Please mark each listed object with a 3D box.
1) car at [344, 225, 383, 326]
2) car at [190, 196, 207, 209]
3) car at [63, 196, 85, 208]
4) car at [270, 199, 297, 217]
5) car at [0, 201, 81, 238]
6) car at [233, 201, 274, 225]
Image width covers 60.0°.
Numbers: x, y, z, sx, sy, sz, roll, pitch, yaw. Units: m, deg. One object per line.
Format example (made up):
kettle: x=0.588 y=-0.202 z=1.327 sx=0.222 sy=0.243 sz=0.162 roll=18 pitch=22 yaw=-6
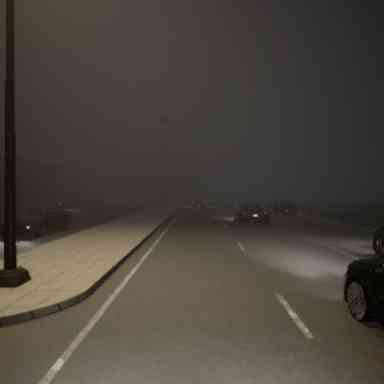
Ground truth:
car: x=3.705 y=1.471 z=4.215 sx=2.128 sy=1.511 sz=4.902 roll=0 pitch=0 yaw=0
car: x=0.813 y=1.276 z=41.044 sx=1.812 sy=1.442 sz=4.674 roll=0 pitch=1 yaw=1
car: x=-14.325 y=1.260 z=40.000 sx=1.812 sy=1.442 sz=4.674 roll=0 pitch=0 yaw=1
car: x=7.594 y=1.312 z=28.915 sx=1.882 sy=1.535 sz=5.008 roll=0 pitch=0 yaw=1
car: x=-7.825 y=1.430 z=17.163 sx=2.033 sy=1.411 sz=5.357 roll=0 pitch=0 yaw=1
car: x=3.981 y=1.431 z=22.680 sx=1.994 sy=1.385 sz=4.181 roll=0 pitch=0 yaw=1
